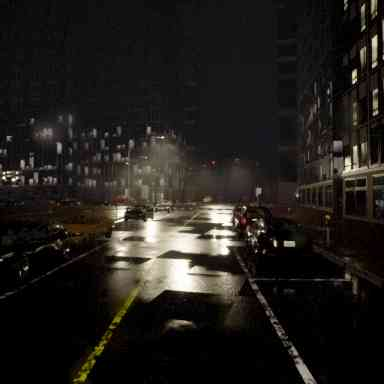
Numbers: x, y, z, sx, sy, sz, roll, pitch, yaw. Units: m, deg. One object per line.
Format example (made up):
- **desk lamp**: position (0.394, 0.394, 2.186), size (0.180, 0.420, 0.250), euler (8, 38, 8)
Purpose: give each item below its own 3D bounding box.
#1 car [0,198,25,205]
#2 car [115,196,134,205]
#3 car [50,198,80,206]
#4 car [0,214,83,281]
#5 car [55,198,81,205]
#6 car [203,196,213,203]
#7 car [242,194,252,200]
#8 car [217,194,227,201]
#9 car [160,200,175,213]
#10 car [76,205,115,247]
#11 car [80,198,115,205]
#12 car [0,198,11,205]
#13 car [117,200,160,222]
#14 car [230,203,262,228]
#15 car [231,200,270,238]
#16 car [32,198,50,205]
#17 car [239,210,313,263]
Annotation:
- **car**: position (-31.436, 1.766, 58.300), size (4.403, 1.369, 2.008), euler (0, -1, 15)
- **car**: position (-13.181, 1.574, 61.468), size (5.009, 1.841, 2.192), euler (0, -1, 15)
- **car**: position (-20.650, 1.695, 55.342), size (4.403, 1.369, 2.008), euler (0, -1, 15)
- **car**: position (-5.121, 1.574, 9.985), size (1.947, 1.339, 4.313), euler (1, 0, 2)
- **car**: position (-23.971, 1.882, 64.423), size (4.403, 1.369, 2.008), euler (0, -1, 15)
- **car**: position (3.567, 1.674, 73.822), size (1.752, 1.417, 4.829), euler (1, 0, 14)
- **car**: position (12.567, 1.439, 76.065), size (2.192, 1.841, 5.009), euler (1, 0, 15)
- **car**: position (8.124, 1.529, 89.912), size (2.192, 1.841, 5.009), euler (1, 0, 16)
- **car**: position (-3.000, 1.594, 37.165), size (2.008, 1.369, 4.403), euler (1, 0, 7)
- **car**: position (-4.892, 1.540, 15.308), size (1.752, 1.417, 4.829), euler (1, 0, 3)
- **car**: position (-15.257, 1.674, 53.864), size (4.313, 1.339, 1.947), euler (0, -1, 15)
- **car**: position (-40.157, 1.989, 68.861), size (4.403, 1.369, 2.008), euler (0, -1, 15)
- **car**: position (-4.126, 1.578, 26.408), size (2.008, 1.369, 4.403), euler (1, 0, 5)
- **car**: position (3.655, 1.556, 23.227), size (1.887, 1.381, 4.507), euler (1, 0, 5)
- **car**: position (3.267, 1.448, 17.598), size (1.967, 1.590, 4.097), euler (1, 0, 4)
- **car**: position (-29.530, 1.893, 65.947), size (4.829, 1.417, 1.752), euler (0, -1, 15)
- **car**: position (2.976, 1.570, 11.918), size (1.947, 1.339, 4.313), euler (1, 0, 2)
